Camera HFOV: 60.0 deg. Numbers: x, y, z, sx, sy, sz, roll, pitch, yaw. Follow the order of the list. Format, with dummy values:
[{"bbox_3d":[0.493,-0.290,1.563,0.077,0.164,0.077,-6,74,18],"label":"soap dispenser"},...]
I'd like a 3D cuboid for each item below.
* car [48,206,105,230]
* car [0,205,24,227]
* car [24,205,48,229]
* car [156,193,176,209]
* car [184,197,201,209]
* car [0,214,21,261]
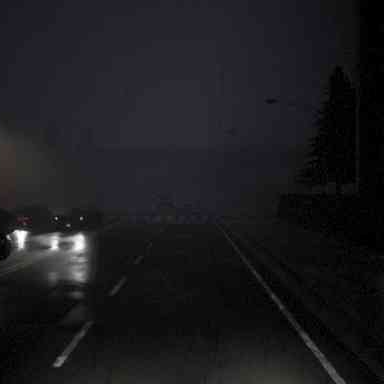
[{"bbox_3d":[-7.006,1.584,21.083,1.895,1.301,4.718,0,0,0],"label":"car"},{"bbox_3d":[-10.508,1.465,16.172,1.882,1.535,5.008,0,0,0],"label":"car"},{"bbox_3d":[-10.504,1.549,21.426,1.994,1.385,4.181,0,0,0],"label":"car"},{"bbox_3d":[-3.405,1.152,43.677,2.150,2.045,5.566,0,0,0],"label":"car"},{"bbox_3d":[0.094,1.445,44.372,1.837,1.490,4.892,0,0,0],"label":"car"},{"bbox_3d":[-7.061,1.557,9.501,1.994,1.385,4.181,0,0,0],"label":"car"}]
